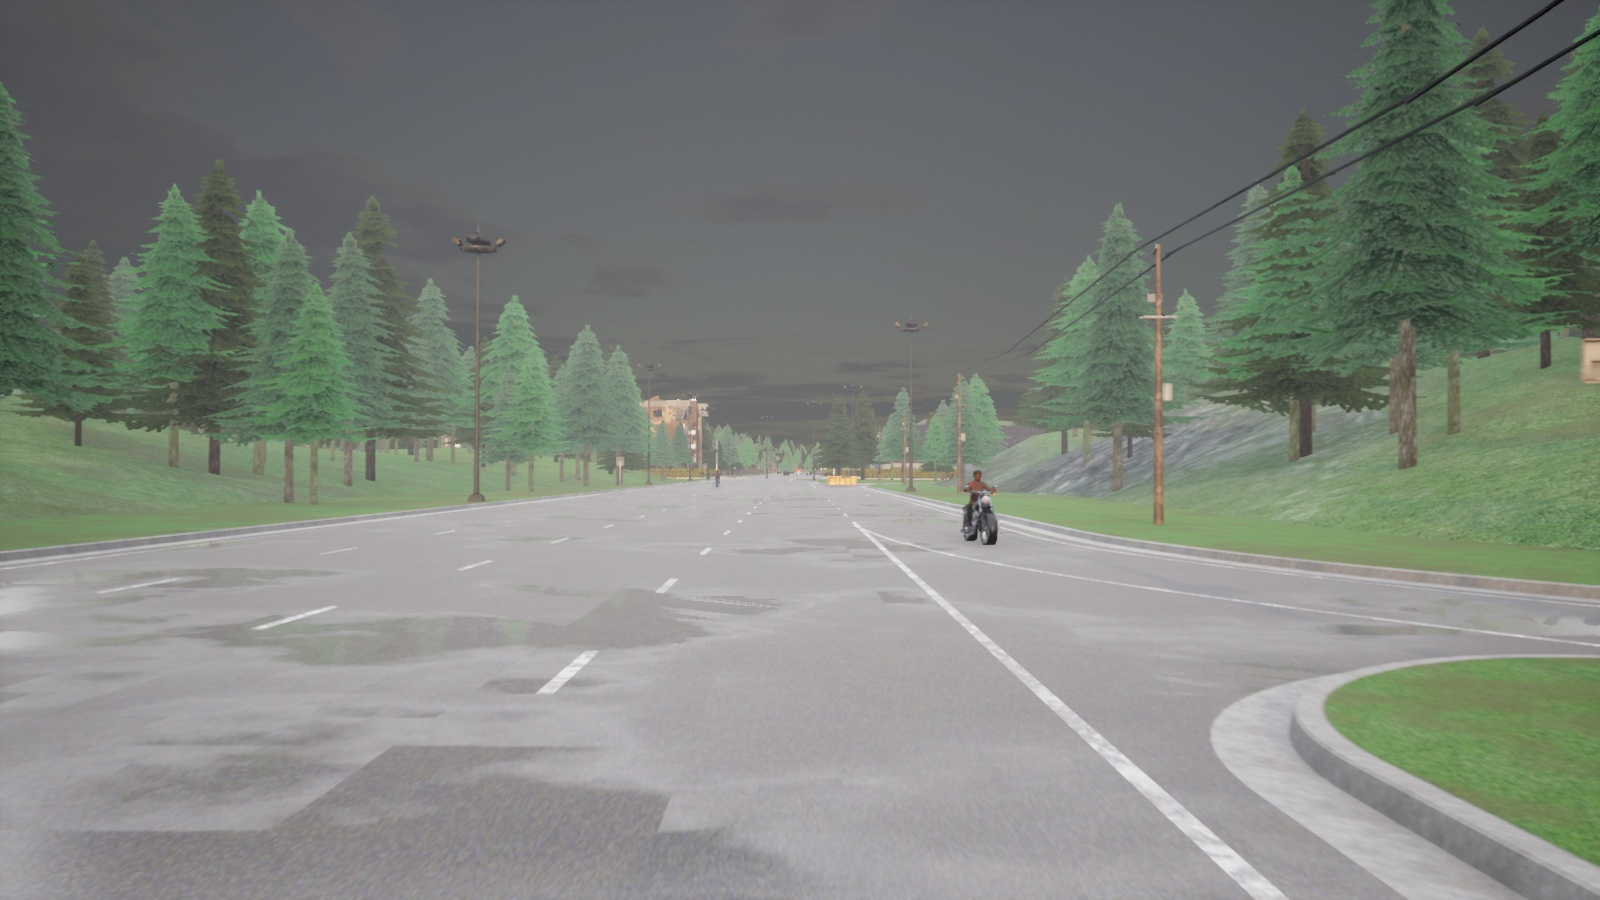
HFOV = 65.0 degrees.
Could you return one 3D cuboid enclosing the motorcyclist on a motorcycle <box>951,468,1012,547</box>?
[{"bbox_3d":[3.919,1.206,27.257,0.766,1.649,2.350,0,-1,-6],"label":"motorcyclist on a motorcycle"}]
